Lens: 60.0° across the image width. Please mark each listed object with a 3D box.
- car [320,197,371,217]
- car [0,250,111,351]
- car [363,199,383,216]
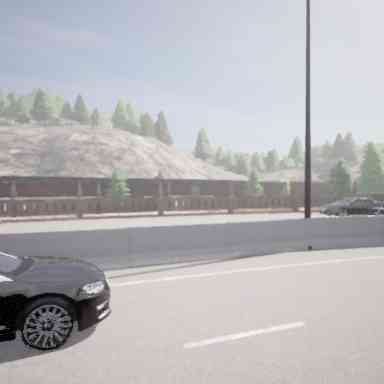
[{"bbox_3d":[11.913,1.138,24.695,4.902,1.511,2.128,-1,0,-12],"label":"car"},{"bbox_3d":[-3.716,1.481,4.827,4.902,1.511,2.128,-1,1,-24],"label":"car"},{"bbox_3d":[14.070,1.251,21.624,4.718,1.301,1.895,-1,0,-11],"label":"car"}]
